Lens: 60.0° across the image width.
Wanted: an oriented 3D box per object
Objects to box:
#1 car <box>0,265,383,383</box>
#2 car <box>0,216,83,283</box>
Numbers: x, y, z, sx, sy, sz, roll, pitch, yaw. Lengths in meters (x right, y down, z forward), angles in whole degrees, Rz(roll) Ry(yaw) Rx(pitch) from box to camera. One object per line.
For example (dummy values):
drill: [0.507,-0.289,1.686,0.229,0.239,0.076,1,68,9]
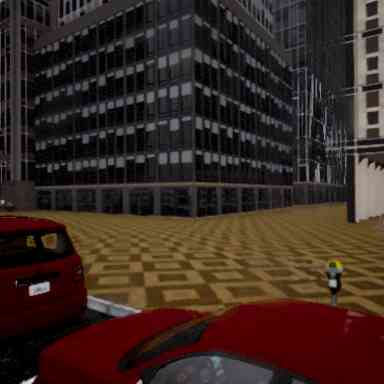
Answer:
car: [0.605,1.547,2.447,4.507,1.381,1.887,0,0,36]
car: [-3.905,1.332,5.665,5.009,1.841,2.192,0,0,36]
